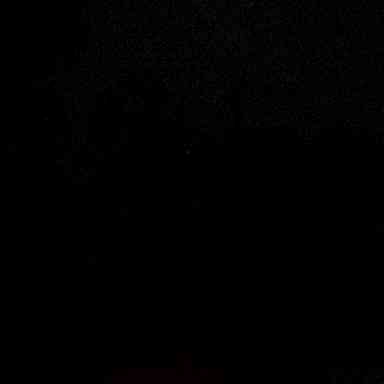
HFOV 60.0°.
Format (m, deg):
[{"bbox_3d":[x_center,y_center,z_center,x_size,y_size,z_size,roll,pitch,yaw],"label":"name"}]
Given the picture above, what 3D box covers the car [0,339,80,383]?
[{"bbox_3d":[-2.694,1.533,1.147,4.674,1.442,1.812,0,0,-35],"label":"car"}]
